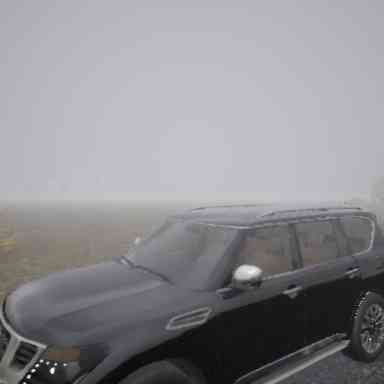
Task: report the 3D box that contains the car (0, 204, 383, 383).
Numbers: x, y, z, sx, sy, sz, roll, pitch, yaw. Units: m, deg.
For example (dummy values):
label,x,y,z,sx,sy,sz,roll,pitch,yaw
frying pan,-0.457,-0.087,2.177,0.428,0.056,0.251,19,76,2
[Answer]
label,x,y,z,sx,sy,sz,roll,pitch,yaw
car,0.535,1.220,4.348,5.566,2.045,2.150,0,0,-35
